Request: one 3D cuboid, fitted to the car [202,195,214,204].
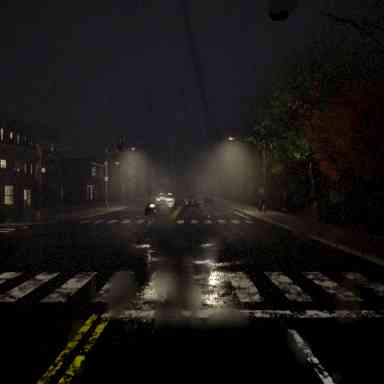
[{"bbox_3d":[3.208,1.577,63.245,1.895,1.301,4.718,0,0,0],"label":"car"}]

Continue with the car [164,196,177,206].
[{"bbox_3d":[-3.448,1.485,53.619,1.837,1.490,4.892,0,0,0],"label":"car"}]

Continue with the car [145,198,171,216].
[{"bbox_3d":[-3.414,1.554,32.750,1.994,1.385,4.181,0,0,0],"label":"car"}]

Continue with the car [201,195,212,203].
[{"bbox_3d":[3.082,1.494,73.250,2.128,1.511,4.902,0,0,0],"label":"car"}]

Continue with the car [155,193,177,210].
[{"bbox_3d":[-3.431,1.206,43.151,2.150,2.045,5.566,0,0,0],"label":"car"}]

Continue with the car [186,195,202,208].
[{"bbox_3d":[-0.007,1.530,47.839,2.033,1.411,5.357,0,0,-1],"label":"car"}]

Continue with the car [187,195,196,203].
[{"bbox_3d":[-0.103,1.480,68.769,1.837,1.490,4.892,0,1,0],"label":"car"}]
